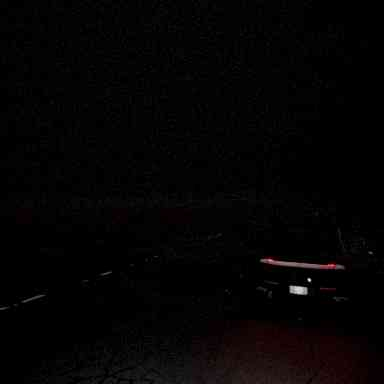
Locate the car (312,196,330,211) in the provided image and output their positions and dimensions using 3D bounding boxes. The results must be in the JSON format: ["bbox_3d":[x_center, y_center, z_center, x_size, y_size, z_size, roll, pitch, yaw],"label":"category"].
[{"bbox_3d":[18.725,1.650,48.152,2.150,2.045,5.566,0,-1,19],"label":"car"}]

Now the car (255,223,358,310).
[{"bbox_3d":[2.844,1.509,8.019,2.128,1.511,4.902,0,0,24],"label":"car"}]
